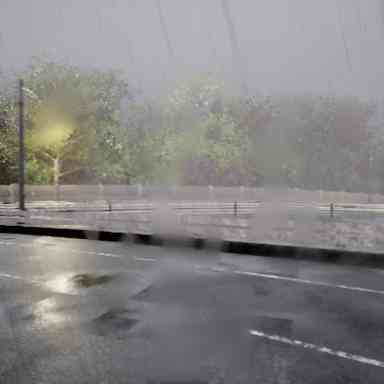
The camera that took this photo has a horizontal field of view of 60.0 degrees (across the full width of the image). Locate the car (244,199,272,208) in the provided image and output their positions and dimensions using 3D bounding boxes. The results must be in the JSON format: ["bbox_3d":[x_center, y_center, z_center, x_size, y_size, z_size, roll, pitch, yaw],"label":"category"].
[{"bbox_3d":[6.876,1.422,35.418,5.008,1.535,1.882,1,0,-20],"label":"car"}]
